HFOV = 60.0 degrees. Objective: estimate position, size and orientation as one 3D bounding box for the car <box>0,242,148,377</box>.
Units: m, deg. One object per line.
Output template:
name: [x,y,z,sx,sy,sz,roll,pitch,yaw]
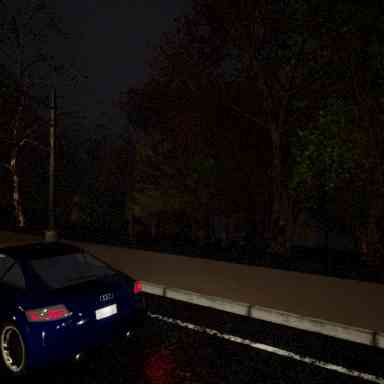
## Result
car: [-2.747,1.563,5.628,4.181,1.385,1.994,0,0,37]
